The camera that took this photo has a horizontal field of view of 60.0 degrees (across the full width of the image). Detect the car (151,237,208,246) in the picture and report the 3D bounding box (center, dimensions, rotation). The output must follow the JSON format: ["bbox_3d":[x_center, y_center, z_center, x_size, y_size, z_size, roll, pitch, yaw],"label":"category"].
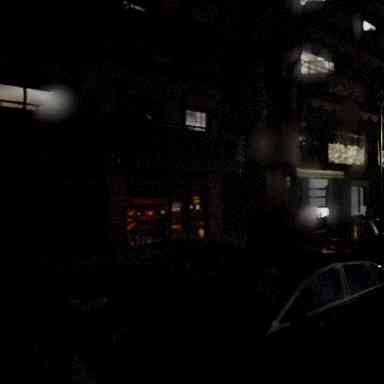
[{"bbox_3d":[-0.250,1.582,6.389,4.206,1.307,1.802,0,0,-36],"label":"car"}]

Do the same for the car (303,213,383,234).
[{"bbox_3d":[4.248,1.441,9.600,4.097,1.590,1.967,0,0,-36],"label":"car"}]

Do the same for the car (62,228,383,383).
[{"bbox_3d":[1.061,1.492,4.138,4.902,1.511,2.128,0,0,-35],"label":"car"}]
